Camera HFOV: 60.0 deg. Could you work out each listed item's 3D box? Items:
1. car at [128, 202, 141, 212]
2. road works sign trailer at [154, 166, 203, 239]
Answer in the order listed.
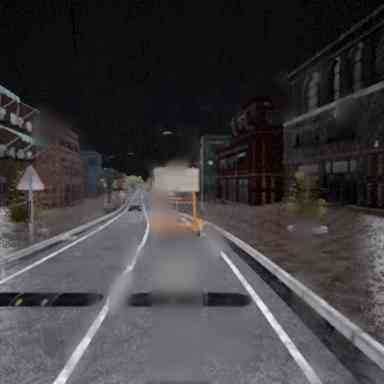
[{"bbox_3d":[-8.852,2.299,51.480,2.033,1.411,5.357,0,-1,-8],"label":"car"},{"bbox_3d":[-0.794,0.439,17.283,2.380,3.560,2.880,0,0,-10],"label":"road works sign trailer"}]
